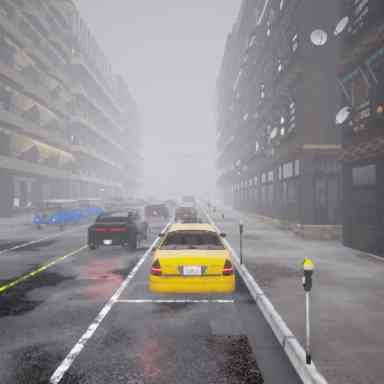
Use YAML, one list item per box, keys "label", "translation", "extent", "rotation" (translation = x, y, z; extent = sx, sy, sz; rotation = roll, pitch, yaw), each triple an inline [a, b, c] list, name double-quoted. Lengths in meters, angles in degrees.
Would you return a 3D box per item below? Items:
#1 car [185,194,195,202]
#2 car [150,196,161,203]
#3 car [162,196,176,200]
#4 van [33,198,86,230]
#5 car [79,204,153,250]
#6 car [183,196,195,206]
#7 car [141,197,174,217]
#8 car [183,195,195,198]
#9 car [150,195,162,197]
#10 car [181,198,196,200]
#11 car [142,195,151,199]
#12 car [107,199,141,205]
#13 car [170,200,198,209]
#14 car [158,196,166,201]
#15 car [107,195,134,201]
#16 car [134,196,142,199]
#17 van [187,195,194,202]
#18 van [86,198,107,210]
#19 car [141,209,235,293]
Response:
- label: "car"
  translation: [-0.470, 1.521, 81.536]
  extent: [2.192, 1.841, 5.009]
  rotation: [1, 0, 0]
- label: "car"
  translation: [-8.321, 1.725, 76.059]
  extent: [1.887, 1.381, 4.507]
  rotation: [1, 0, 0]
- label: "car"
  translation: [-2.927, 1.599, 46.931]
  extent: [1.812, 1.442, 4.674]
  rotation: [0, 0, 0]
- label: "van"
  translation: [-8.312, 1.359, 20.753]
  extent: [1.690, 1.788, 3.998]
  rotation: [2, 0, 0]
- label: "car"
  translation: [-3.021, 1.516, 14.319]
  extent: [1.837, 1.490, 4.892]
  rotation: [0, 0, 0]
- label: "car"
  translation: [-0.471, 1.553, 59.411]
  extent: [1.967, 1.590, 4.097]
  rotation: [1, 0, 0]
- label: "car"
  translation: [-2.930, 1.509, 29.085]
  extent: [1.882, 1.535, 5.008]
  rotation: [0, 0, 0]
- label: "car"
  translation: [-0.428, 1.490, 37.286]
  extent: [1.967, 1.590, 4.097]
  rotation: [1, 0, 0]
- label: "car"
  translation: [-8.315, 1.471, 70.528]
  extent: [2.192, 1.841, 5.009]
  rotation: [1, 0, 0]
- label: "car"
  translation: [-0.437, 1.582, 31.754]
  extent: [1.887, 1.381, 4.507]
  rotation: [1, 0, 0]
- label: "car"
  translation: [-8.319, 1.660, 53.938]
  extent: [1.947, 1.339, 4.313]
  rotation: [1, 0, 0]
- label: "car"
  translation: [-5.864, 1.597, 29.722]
  extent: [1.994, 1.385, 4.181]
  rotation: [0, 0, 0]
- label: "car"
  translation: [-0.437, 1.572, 26.224]
  extent: [1.887, 1.381, 4.507]
  rotation: [1, 0, 0]
- label: "car"
  translation: [-8.323, 1.847, 92.652]
  extent: [1.802, 1.307, 4.206]
  rotation: [1, 0, 0]
- label: "car"
  translation: [-8.312, 1.366, 37.346]
  extent: [2.192, 1.841, 5.009]
  rotation: [1, 0, 0]
- label: "car"
  translation: [-8.312, 1.379, 42.876]
  extent: [2.192, 1.841, 5.009]
  rotation: [1, 0, 0]
- label: "van"
  translation: [-0.471, 1.576, 87.068]
  extent: [1.690, 1.788, 3.998]
  rotation: [1, 0, 0]
- label: "van"
  translation: [-8.313, 1.368, 26.285]
  extent: [1.690, 1.788, 3.998]
  rotation: [1, 0, 0]
- label: "car"
  translation: [0.004, 1.462, 8.843]
  extent: [1.801, 1.575, 5.366]
  rotation: [0, 0, 0]
